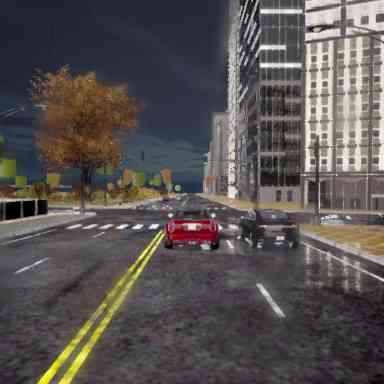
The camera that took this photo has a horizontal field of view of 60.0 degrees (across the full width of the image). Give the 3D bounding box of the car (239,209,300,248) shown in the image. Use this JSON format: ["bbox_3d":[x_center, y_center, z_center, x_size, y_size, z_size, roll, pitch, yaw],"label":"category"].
[{"bbox_3d":[3.250,1.491,14.656,2.128,1.511,4.902,0,0,0],"label":"car"}]

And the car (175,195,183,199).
[{"bbox_3d":[-3.249,1.542,84.101,2.128,1.511,4.902,0,0,0],"label":"car"}]

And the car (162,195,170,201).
[{"bbox_3d":[-6.498,1.556,84.101,2.033,1.411,5.357,0,0,0],"label":"car"}]

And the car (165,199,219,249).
[{"bbox_3d":[0.000,1.362,14.626,2.097,1.767,4.553,0,0,0],"label":"car"}]
